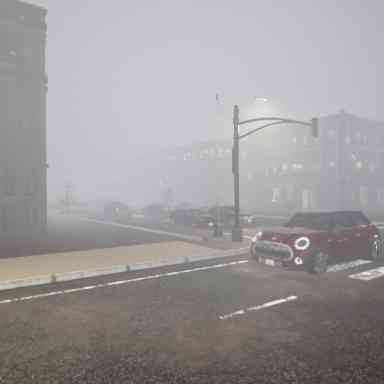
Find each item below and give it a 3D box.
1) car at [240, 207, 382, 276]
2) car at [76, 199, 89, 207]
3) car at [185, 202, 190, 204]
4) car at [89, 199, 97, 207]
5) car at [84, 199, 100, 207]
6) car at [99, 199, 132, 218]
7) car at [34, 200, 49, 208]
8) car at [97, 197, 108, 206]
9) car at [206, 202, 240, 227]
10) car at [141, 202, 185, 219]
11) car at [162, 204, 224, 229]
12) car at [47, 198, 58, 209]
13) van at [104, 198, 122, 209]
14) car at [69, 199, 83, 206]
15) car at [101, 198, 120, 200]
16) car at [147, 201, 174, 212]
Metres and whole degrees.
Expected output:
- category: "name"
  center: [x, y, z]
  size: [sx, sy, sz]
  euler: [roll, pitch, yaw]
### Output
- category: "car"
  center: [3.974, 1.351, 10.501]
  size: [4.553, 1.767, 2.097]
  euler: [0, 0, -35]
- category: "car"
  center: [-21.897, 2.263, 65.162]
  size: [1.994, 1.385, 4.181]
  euler: [-1, 0, -35]
- category: "car"
  center: [-1.093, 1.903, 40.303]
  size: [1.802, 1.307, 4.206]
  euler: [-2, 0, -35]
- category: "car"
  center: [-17.114, 1.939, 62.873]
  size: [2.192, 1.841, 5.009]
  euler: [-1, 0, -35]
- category: "car"
  center: [-20.311, 2.227, 67.388]
  size: [1.887, 1.381, 4.507]
  euler: [-1, 0, -35]
- category: "car"
  center: [-7.929, 1.846, 35.451]
  size: [1.967, 1.590, 4.097]
  euler: [-1, 0, -35]
- category: "car"
  center: [-30.348, 2.375, 67.052]
  size: [2.008, 1.369, 4.403]
  euler: [-1, 0, -35]
- category: "car"
  center: [-12.619, 2.016, 52.088]
  size: [2.128, 1.511, 4.902]
  euler: [-1, -1, -36]
- category: "car"
  center: [2.685, 1.737, 24.990]
  size: [1.812, 1.442, 4.674]
  euler: [-1, 0, -33]
- category: "car"
  center: [-3.260, 1.877, 33.360]
  size: [2.033, 1.411, 5.357]
  euler: [-1, 0, -36]
- category: "car"
  center: [0.004, 1.814, 24.064]
  size: [1.947, 1.339, 4.313]
  euler: [-1, 0, -35]
- category: "car"
  center: [-23.844, 2.232, 57.884]
  size: [1.752, 1.417, 4.829]
  euler: [-1, 0, -35]
- category: "van"
  center: [-13.910, 1.907, 58.359]
  size: [1.690, 1.788, 3.998]
  euler: [-1, 0, -35]
- category: "car"
  center: [-26.717, 2.364, 76.417]
  size: [1.947, 1.339, 4.313]
  euler: [-1, 0, -35]
- category: "car"
  center: [-9.254, 1.938, 41.827]
  size: [2.128, 1.511, 4.902]
  euler: [-1, 0, -35]
- category: "car"
  center: [-4.295, 1.966, 44.817]
  size: [1.802, 1.307, 4.206]
  euler: [-2, 0, -35]
